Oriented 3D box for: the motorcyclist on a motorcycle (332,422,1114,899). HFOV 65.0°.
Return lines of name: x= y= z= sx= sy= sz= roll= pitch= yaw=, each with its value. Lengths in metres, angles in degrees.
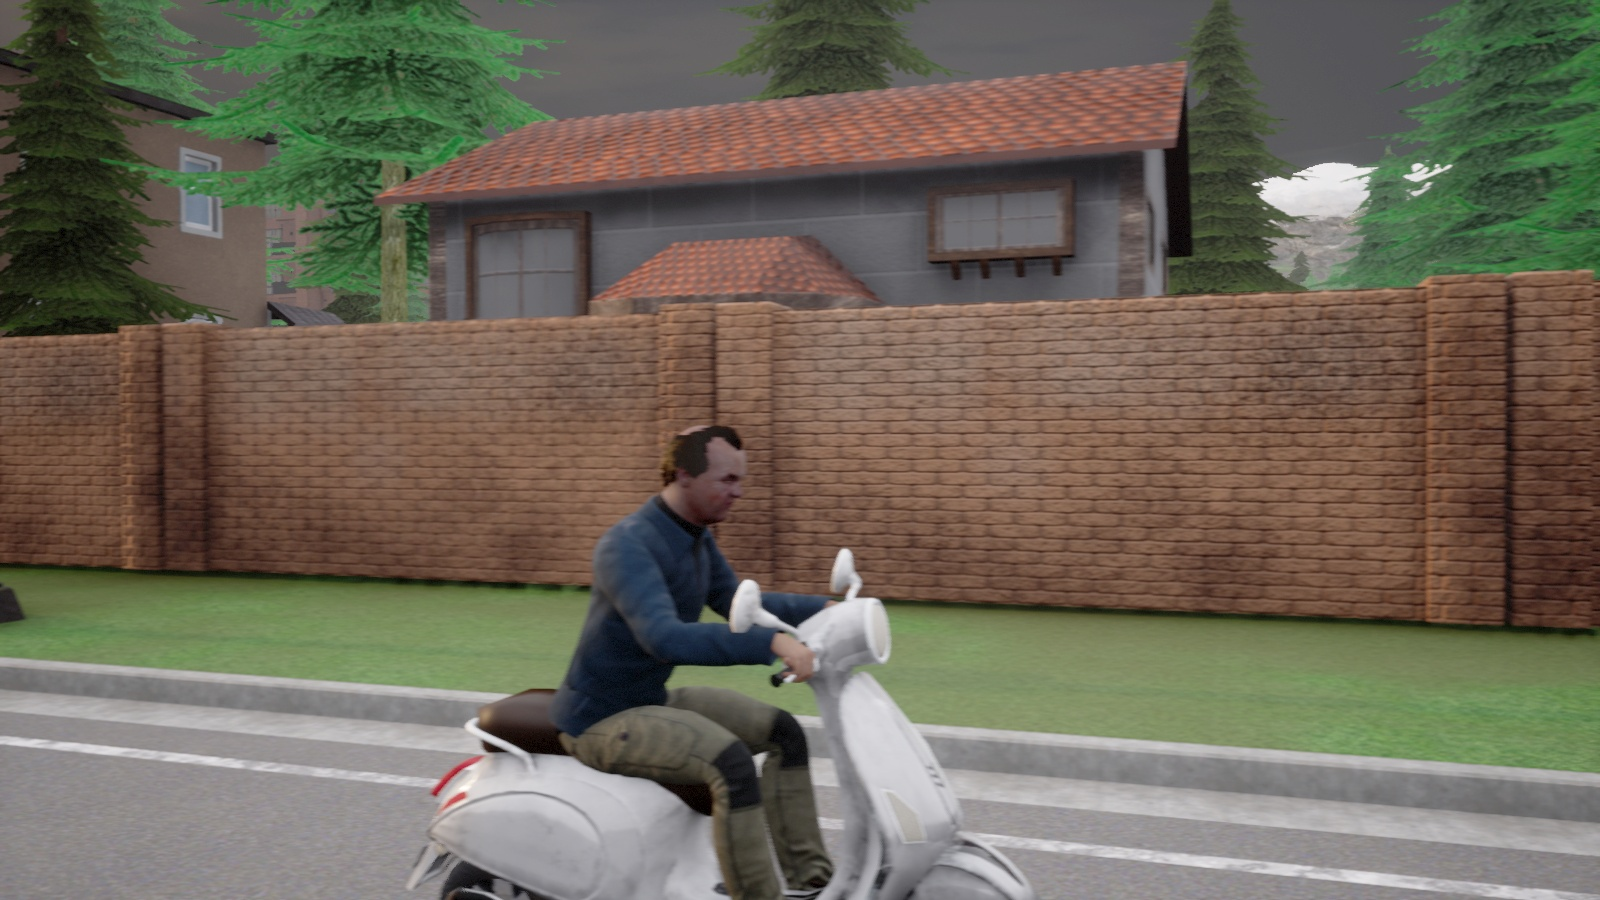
motorcyclist on a motorcycle: x=-0.165 y=0.727 z=3.248 sx=1.817 sy=1.590 sz=0.866 roll=1 pitch=1 yaw=19
